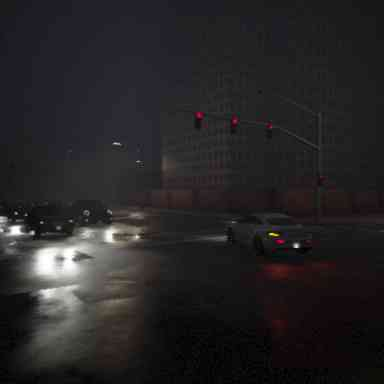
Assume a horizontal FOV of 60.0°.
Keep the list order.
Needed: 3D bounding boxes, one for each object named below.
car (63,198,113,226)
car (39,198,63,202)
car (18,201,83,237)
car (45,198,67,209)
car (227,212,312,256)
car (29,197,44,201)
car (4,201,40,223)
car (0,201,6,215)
[{"bbox_3d":[-7.243,1.359,23.503,2.097,1.767,4.553,0,0,-35],"label":"car"},{"bbox_3d":[-12.621,1.557,31.302,2.033,1.411,5.357,0,0,-34],"label":"car"},{"bbox_3d":[-7.917,1.497,18.317,2.128,1.511,4.902,0,0,-35],"label":"car"},{"bbox_3d":[-19.643,1.616,47.971,1.895,1.301,4.718,0,0,-35],"label":"car"},{"bbox_3d":[2.909,1.530,13.177,1.812,1.442,4.674,1,0,-13],"label":"car"},{"bbox_3d":[-18.355,1.365,39.681,2.097,1.767,4.553,0,0,-34],"label":"car"},{"bbox_3d":[-13.169,1.609,25.930,1.895,1.301,4.718,0,0,-35],"label":"car"},{"bbox_3d":[-18.932,1.612,34.315,1.895,1.301,4.718,0,0,-34],"label":"car"}]
